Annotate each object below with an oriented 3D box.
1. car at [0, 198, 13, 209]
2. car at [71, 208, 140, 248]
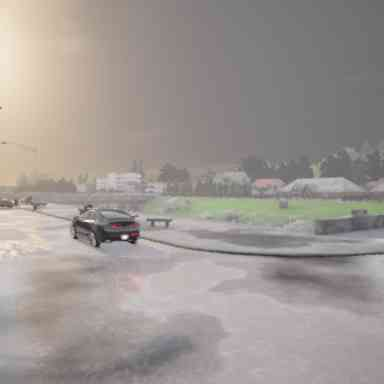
[{"bbox_3d":[-25.698,1.522,45.333,1.812,1.442,4.674,0,0,-35],"label":"car"},{"bbox_3d":[-3.994,1.500,14.931,1.837,1.490,4.892,0,0,-35],"label":"car"}]
